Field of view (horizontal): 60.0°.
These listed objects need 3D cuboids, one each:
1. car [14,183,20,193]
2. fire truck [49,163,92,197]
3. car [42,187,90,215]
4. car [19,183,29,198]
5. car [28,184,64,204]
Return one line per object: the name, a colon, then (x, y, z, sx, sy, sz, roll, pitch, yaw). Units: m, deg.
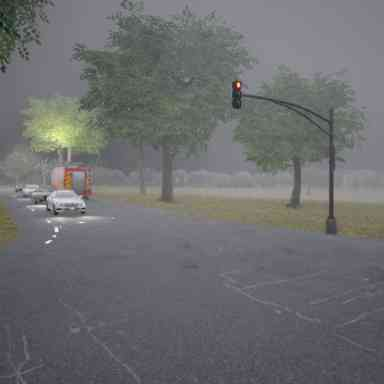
car: (-26.227, -0.626, 51.218, 2.033, 1.411, 5.357, 0, 2, -31)
fire truck: (-13.771, -1.185, 37.607, 2.891, 3.827, 8.468, 0, 2, -31)
car: (-8.363, 0.615, 21.864, 1.812, 1.442, 4.674, 0, 2, -31)
car: (-18.277, -0.106, 38.067, 1.812, 1.442, 4.674, 0, 2, -31)
car: (-12.979, 0.312, 29.425, 1.994, 1.385, 4.181, 0, 2, -31)
